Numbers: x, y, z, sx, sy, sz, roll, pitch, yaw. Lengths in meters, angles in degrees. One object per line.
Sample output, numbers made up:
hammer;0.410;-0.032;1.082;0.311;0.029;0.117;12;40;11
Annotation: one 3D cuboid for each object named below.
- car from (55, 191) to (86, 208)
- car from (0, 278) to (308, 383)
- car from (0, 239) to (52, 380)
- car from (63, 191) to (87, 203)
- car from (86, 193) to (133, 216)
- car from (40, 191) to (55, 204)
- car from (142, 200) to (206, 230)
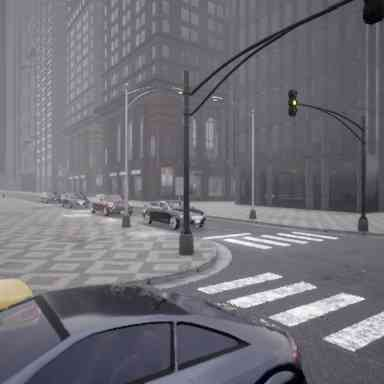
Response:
car;-12.351;0.853;34.807;2.128;1.511;4.902;0;1;-36
car;-1.000;1.563;2.603;4.181;1.385;1.994;0;0;-34
car;-4.282;1.525;3.597;4.829;1.417;1.752;0;0;-35
car;-16.018;0.685;45.370;1.837;1.490;4.892;0;1;-36
car;-6.467;0.895;26.620;2.097;1.767;4.553;0;1;-35
car;-18.364;0.688;43.225;1.837;1.490;4.892;0;1;-35
car;-1.133;1.205;19.202;2.128;1.511;4.902;0;1;-36
